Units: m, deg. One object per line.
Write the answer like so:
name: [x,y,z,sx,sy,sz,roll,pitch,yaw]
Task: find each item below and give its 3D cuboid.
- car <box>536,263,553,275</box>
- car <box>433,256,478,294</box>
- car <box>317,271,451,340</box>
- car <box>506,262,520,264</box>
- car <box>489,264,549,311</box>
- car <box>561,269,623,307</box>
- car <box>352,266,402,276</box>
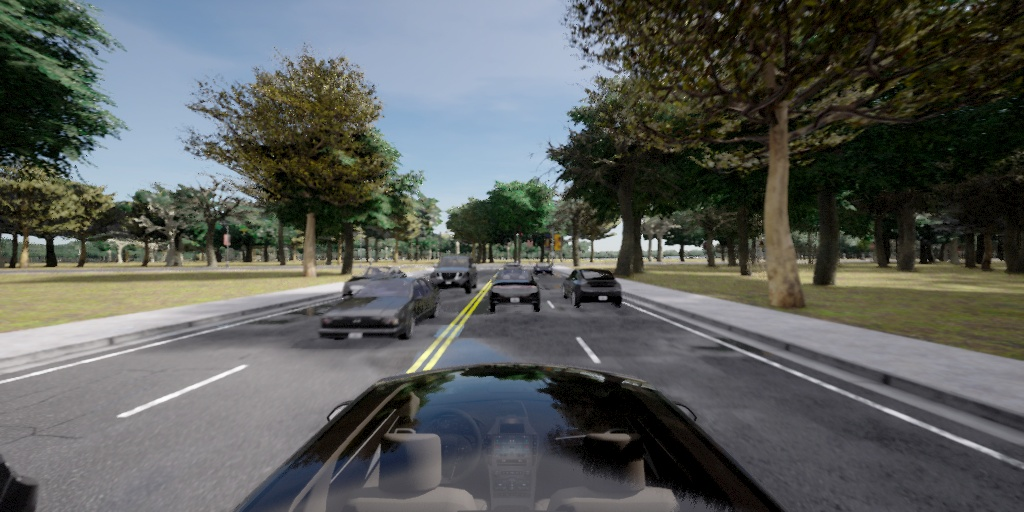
car: [3.346,1.416,39.600,1.895,1.301,4.718,0,0,0]
car: [-3.252,1.018,21.133,2.150,2.045,5.566,0,0,0]
car: [-3.337,1.319,10.312,2.033,1.411,5.357,0,0,0]
car: [0.088,1.306,37.020,2.128,1.511,4.902,0,0,0]
car: [0.100,1.275,14.575,2.128,1.511,4.902,0,0,0]
car: [3.350,1.291,15.630,1.837,1.490,4.892,0,0,0]
car: [-6.532,1.280,17.663,2.128,1.511,4.902,0,0,1]
